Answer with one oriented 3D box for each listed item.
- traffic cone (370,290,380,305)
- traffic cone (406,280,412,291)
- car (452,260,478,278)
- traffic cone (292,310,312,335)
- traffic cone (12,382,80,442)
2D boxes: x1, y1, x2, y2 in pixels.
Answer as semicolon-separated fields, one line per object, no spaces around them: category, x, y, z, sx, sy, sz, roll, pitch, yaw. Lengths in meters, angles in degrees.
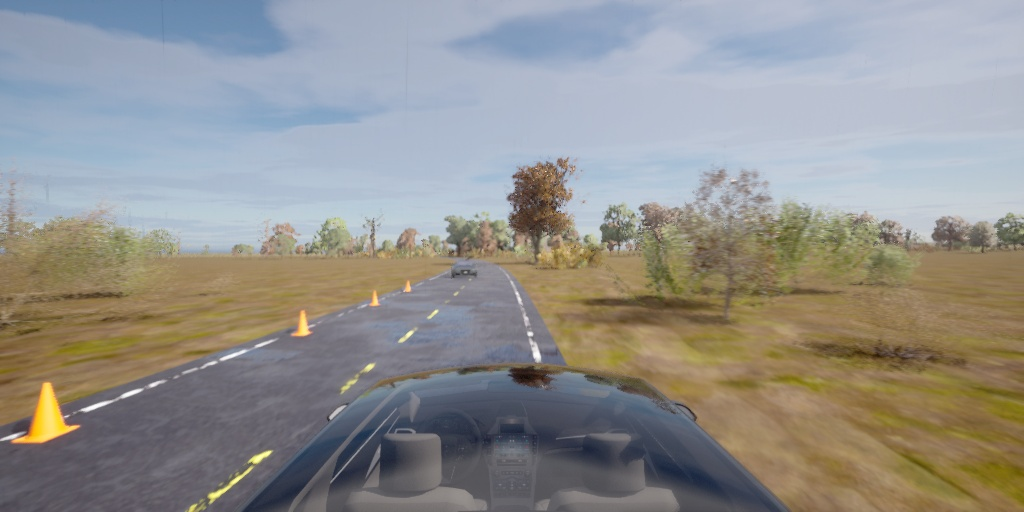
traffic cone;-5.338;1.610;13.952;0.340;0.580;0.340;0;0;-1
traffic cone;-5.487;1.564;18.922;0.340;0.580;0.340;0;0;-2
car;-3.997;1.067;29.855;1.994;1.385;4.181;0;0;-11
traffic cone;-5.240;1.656;8.981;0.340;0.580;0.340;0;0;-1
traffic cone;-5.192;1.702;4.008;0.340;0.580;0.340;0;0;0
